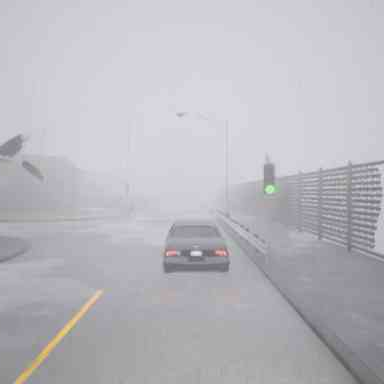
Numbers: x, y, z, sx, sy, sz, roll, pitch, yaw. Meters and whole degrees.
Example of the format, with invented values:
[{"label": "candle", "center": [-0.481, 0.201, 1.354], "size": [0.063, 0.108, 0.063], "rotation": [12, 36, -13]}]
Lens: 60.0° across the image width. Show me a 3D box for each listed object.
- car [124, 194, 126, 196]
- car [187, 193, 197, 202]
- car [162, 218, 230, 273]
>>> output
[{"label": "car", "center": [-17.311, 1.190, 78.409], "size": [3.633, 1.501, 1.845], "rotation": [0, 0, 0]}, {"label": "car", "center": [-0.034, 1.282, 78.443], "size": [2.150, 2.045, 5.566], "rotation": [0, 0, 0]}, {"label": "car", "center": [0.046, 1.555, 10.675], "size": [2.033, 1.411, 5.357], "rotation": [0, 0, -1]}]
